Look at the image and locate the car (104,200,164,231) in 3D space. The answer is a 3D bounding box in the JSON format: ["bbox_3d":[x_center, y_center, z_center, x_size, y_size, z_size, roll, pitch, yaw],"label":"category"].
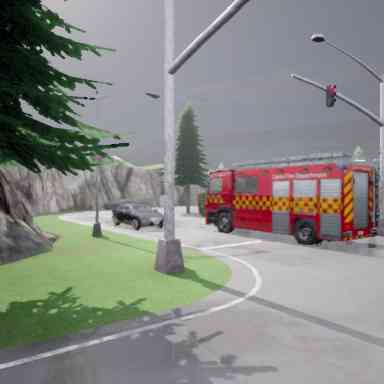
[{"bbox_3d":[-3.469,1.489,21.074,2.128,1.511,4.902,0,0,-36],"label":"car"}]

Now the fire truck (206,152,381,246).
[{"bbox_3d":[4.326,0.342,16.539,2.891,3.827,8.468,0,0,-36],"label":"fire truck"}]
